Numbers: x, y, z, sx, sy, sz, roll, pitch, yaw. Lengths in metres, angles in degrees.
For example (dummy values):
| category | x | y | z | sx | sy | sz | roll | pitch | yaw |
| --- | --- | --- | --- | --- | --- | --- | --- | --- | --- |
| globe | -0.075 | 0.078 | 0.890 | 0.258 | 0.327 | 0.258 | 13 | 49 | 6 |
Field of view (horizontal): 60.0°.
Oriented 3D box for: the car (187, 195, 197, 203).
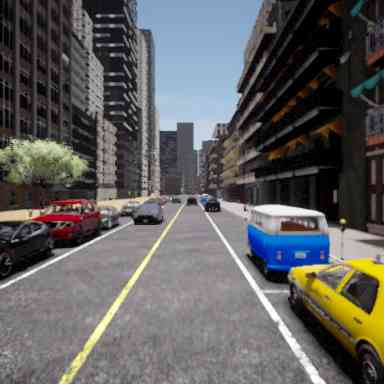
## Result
| category | x | y | z | sx | sy | sz | roll | pitch | yaw |
| --- | --- | --- | --- | --- | --- | --- | --- | --- | --- |
| car | 0.009 | 1.513 | 70.418 | 2.128 | 1.511 | 4.902 | 0 | 0 | 0 |

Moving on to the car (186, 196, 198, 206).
| category | x | y | z | sx | sy | sz | roll | pitch | yaw |
| --- | --- | --- | --- | --- | --- | --- | --- | --- | --- |
| car | 0.006 | 1.522 | 56.757 | 1.837 | 1.490 | 4.892 | 0 | 0 | 0 |

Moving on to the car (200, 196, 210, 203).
| category | x | y | z | sx | sy | sz | roll | pitch | yaw |
| --- | --- | --- | --- | --- | --- | --- | --- | --- | --- |
| car | 2.695 | 1.578 | 70.836 | 1.887 | 1.381 | 4.507 | 0 | 0 | 0 |

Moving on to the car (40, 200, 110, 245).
| category | x | y | z | sx | sy | sz | roll | pitch | yaw |
| --- | --- | --- | --- | --- | --- | --- | --- | --- | --- |
| car | -5.691 | 1.313 | 15.609 | 2.192 | 1.841 | 5.009 | 0 | 0 | 0 |

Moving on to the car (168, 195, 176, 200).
| category | x | y | z | sx | sy | sz | roll | pitch | yaw |
| --- | --- | --- | --- | --- | --- | --- | --- | --- | --- |
| car | -5.684 | 1.630 | 92.930 | 1.947 | 1.339 | 4.313 | 0 | 0 | 0 |

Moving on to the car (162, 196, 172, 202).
| category | x | y | z | sx | sy | sz | roll | pitch | yaw |
| --- | --- | --- | --- | --- | --- | --- | --- | --- | --- |
| car | -5.685 | 1.591 | 76.361 | 2.008 | 1.369 | 4.403 | 0 | 0 | 0 |

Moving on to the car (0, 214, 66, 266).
| category | x | y | z | sx | sy | sz | roll | pitch | yaw |
| --- | --- | --- | --- | --- | --- | --- | --- | --- | --- |
| car | -5.692 | 1.563 | 10.087 | 1.947 | 1.339 | 4.313 | 0 | 0 | 0 |

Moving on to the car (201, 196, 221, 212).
| category | x | y | z | sx | sy | sz | roll | pitch | yaw |
| --- | --- | --- | --- | --- | --- | --- | --- | --- | --- |
| car | 2.359 | 1.509 | 39.076 | 1.837 | 1.490 | 4.892 | 0 | 0 | 0 |

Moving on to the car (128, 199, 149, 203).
| category | x | y | z | sx | sy | sz | roll | pitch | yaw |
| --- | --- | --- | --- | --- | --- | --- | --- | --- | --- |
| car | -5.690 | 1.553 | 32.178 | 2.008 | 1.369 | 4.403 | 0 | 0 | 0 |

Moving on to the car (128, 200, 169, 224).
| category | x | y | z | sx | sy | sz | roll | pitch | yaw |
| --- | --- | --- | --- | --- | --- | --- | --- | --- | --- |
| car | -3.097 | 1.547 | 24.794 | 2.033 | 1.411 | 5.357 | 0 | 0 | 0 |

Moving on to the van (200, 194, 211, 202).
| category | x | y | z | sx | sy | sz | roll | pitch | yaw |
| --- | --- | --- | --- | --- | --- | --- | --- | --- | --- |
| van | 2.693 | 1.361 | 59.792 | 1.690 | 1.788 | 3.998 | 0 | 0 | 0 |

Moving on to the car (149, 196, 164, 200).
| category | x | y | z | sx | sy | sz | roll | pitch | yaw |
| --- | --- | --- | --- | --- | --- | --- | --- | --- | --- |
| car | -5.688 | 1.576 | 48.747 | 1.947 | 1.339 | 4.313 | 0 | 0 | 0 |

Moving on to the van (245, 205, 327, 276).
| category | x | y | z | sx | sy | sz | roll | pitch | yaw |
| --- | --- | --- | --- | --- | --- | --- | --- | --- | --- |
| van | 2.689 | 1.339 | 10.086 | 1.690 | 1.788 | 3.998 | 0 | 0 | 0 |

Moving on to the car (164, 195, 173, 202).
| category | x | y | z | sx | sy | sz | roll | pitch | yaw |
| --- | --- | --- | --- | --- | --- | --- | --- | --- | --- |
| car | -5.685 | 1.488 | 81.884 | 1.967 | 1.590 | 4.097 | 0 | 0 | 0 |

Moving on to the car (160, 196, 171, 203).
| category | x | y | z | sx | sy | sz | roll | pitch | yaw |
| --- | --- | --- | --- | --- | --- | --- | --- | --- | --- |
| car | -5.686 | 1.584 | 70.837 | 2.008 | 1.369 | 4.403 | 0 | 0 | 0 |

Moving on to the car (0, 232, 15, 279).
| category | x | y | z | sx | sy | sz | roll | pitch | yaw |
| --- | --- | --- | --- | --- | --- | --- | --- | --- | --- |
| car | -3.053 | 1.352 | 1.399 | 2.097 | 1.767 | 4.553 | 0 | 0 | 1 |

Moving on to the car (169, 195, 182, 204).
| category | x | y | z | sx | sy | sz | roll | pitch | yaw |
| --- | --- | --- | --- | --- | --- | --- | --- | --- | --- |
| car | -3.006 | 1.575 | 66.084 | 1.994 | 1.385 | 4.181 | 0 | 0 | 0 |

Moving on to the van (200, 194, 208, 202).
| category | x | y | z | sx | sy | sz | roll | pitch | yaw |
| --- | --- | --- | --- | --- | --- | --- | --- | --- | --- |
| van | 2.695 | 1.382 | 76.359 | 1.690 | 1.788 | 3.998 | 0 | 0 | 0 |

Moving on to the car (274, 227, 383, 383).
| category | x | y | z | sx | sy | sz | roll | pitch | yaw |
| --- | --- | --- | --- | --- | --- | --- | --- | --- | --- |
| car | 2.689 | 1.524 | 4.733 | 1.752 | 1.417 | 4.829 | 0 | 0 | 0 |

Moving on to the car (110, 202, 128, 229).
| category | x | y | z | sx | sy | sz | roll | pitch | yaw |
| --- | --- | --- | --- | --- | --- | --- | --- | --- | --- |
| car | -5.691 | 1.549 | 21.133 | 2.008 | 1.369 | 4.403 | 0 | 0 | 0 |

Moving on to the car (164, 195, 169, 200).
| category | x | y | z | sx | sy | sz | roll | pitch | yaw |
| --- | --- | --- | --- | --- | --- | --- | --- | --- | --- |
| car | -5.687 | 1.460 | 59.793 | 1.967 | 1.590 | 4.097 | 0 | 0 | 0 |
